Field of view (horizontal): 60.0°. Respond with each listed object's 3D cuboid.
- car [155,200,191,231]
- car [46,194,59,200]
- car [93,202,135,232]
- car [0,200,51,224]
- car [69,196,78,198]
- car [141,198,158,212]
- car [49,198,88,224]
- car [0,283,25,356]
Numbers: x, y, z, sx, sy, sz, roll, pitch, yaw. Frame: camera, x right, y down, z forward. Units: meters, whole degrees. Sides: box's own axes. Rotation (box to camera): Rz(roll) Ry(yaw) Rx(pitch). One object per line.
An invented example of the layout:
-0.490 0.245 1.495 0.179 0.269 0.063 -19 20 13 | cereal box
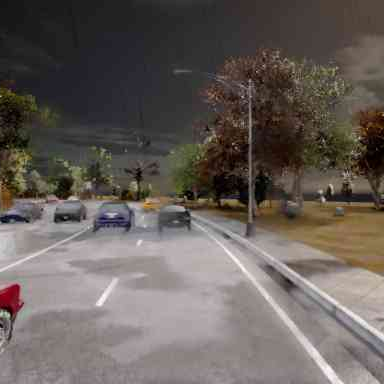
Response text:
-1.177 1.484 20.650 1.882 1.535 5.008 0 0 -7 | car
-26.680 1.356 63.564 2.097 1.767 4.553 0 0 -29 | car
-4.690 1.361 20.470 2.097 1.767 4.553 0 0 -7 | car
-12.595 1.559 25.098 2.033 1.411 5.357 0 0 -10 | car
-22.770 1.535 63.803 1.812 1.442 4.674 0 0 -29 | car
-4.730 1.493 38.689 1.882 1.535 5.008 0 0 -15 | car
-9.139 1.489 25.357 1.882 1.535 5.008 0 0 -10 | car
-3.475 1.606 2.995 1.895 1.301 4.718 0 0 -1 | car
